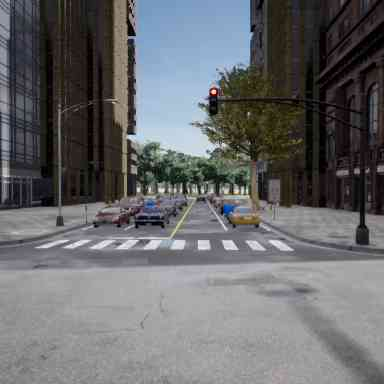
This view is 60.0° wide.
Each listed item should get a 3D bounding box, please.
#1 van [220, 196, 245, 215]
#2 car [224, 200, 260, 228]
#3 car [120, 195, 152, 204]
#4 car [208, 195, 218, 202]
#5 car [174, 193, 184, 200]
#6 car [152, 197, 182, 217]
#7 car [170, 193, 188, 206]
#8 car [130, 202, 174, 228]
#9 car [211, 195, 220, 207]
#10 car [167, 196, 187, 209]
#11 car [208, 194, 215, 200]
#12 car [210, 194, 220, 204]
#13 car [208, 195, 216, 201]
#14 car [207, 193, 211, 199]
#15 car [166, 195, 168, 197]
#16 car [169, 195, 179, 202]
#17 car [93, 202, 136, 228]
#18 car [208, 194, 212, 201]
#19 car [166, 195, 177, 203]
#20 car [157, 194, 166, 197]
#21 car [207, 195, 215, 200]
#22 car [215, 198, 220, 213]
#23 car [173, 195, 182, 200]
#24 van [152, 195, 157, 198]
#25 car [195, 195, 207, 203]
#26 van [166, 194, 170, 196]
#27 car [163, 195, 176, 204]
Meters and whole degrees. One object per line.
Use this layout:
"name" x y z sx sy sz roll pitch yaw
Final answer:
"van" 3.482 1.316 27.430 1.690 1.788 3.998 -1 0 1
"car" 3.346 1.508 21.922 1.752 1.417 4.829 -1 0 1
"car" -5.042 1.290 27.635 2.192 1.841 5.009 -1 0 1
"car" 4.621 1.415 72.849 2.008 1.369 4.403 0 0 1
"car" -3.477 1.128 90.091 2.192 1.841 5.009 0 0 1
"car" -2.269 1.474 31.223 1.837 1.490 4.892 0 0 2
"car" -1.744 1.277 50.634 2.097 1.767 4.553 0 0 2
"car" -2.508 1.584 21.887 1.895 1.301 4.718 0 0 2
"car" 3.915 1.465 44.633 1.752 1.417 4.829 -1 0 1
"car" -2.032 1.551 40.530 1.895 1.301 4.718 0 0 2
"car" 4.909 1.355 84.374 1.752 1.417 4.829 0 0 1
"car" 4.053 1.471 50.140 1.887 1.381 4.507 -1 0 1
"car" 4.764 1.429 78.527 1.802 1.307 4.206 0 0 1
"car" 4.335 1.211 61.494 2.192 1.841 5.009 -1 0 1
"car" -4.612 1.491 44.669 2.008 1.369 4.403 -1 0 1
"car" -3.901 1.446 73.058 1.802 1.307 4.206 0 0 1
"car" -5.181 1.565 21.956 1.802 1.307 4.206 -1 0 1
"car" 4.195 1.462 55.817 2.008 1.369 4.403 -1 0 1
"car" -4.044 1.425 67.380 1.887 1.381 4.507 0 0 1
"car" -4.757 1.269 38.991 2.192 1.841 5.009 -1 0 1
"car" 5.048 1.379 89.881 1.947 1.339 4.313 0 0 1
"car" 3.626 1.531 33.108 1.947 1.339 4.313 -1 0 1
"car" -3.617 1.375 84.414 1.887 1.381 4.507 0 0 1
"van" -4.899 1.306 33.313 1.690 1.788 3.998 -1 0 1
"car" 1.791 1.389 65.894 1.837 1.490 4.892 0 0 1
"van" -4.330 1.252 56.024 1.690 1.788 3.998 0 0 1
"car" -4.187 1.336 61.702 1.967 1.590 4.097 0 0 1
